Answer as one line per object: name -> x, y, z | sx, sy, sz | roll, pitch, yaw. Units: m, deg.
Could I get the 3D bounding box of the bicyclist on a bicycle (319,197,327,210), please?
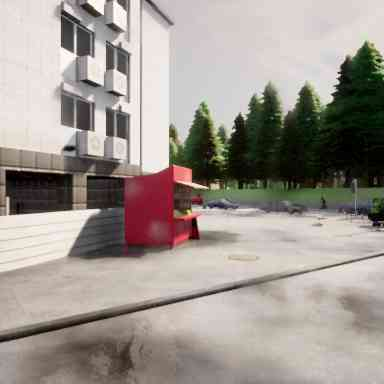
bicyclist on a bicycle -> 15.976, 1.381, 40.567 | 1.656, 1.620, 0.582 | 0, 0, -35

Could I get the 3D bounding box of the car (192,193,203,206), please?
car -> -0.484, 1.250, 56.500 | 2.150, 2.045, 5.566 | 0, 0, -35

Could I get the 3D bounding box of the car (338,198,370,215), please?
car -> 16.639, 1.380, 32.261 | 2.097, 1.767, 4.553 | 0, 0, -35

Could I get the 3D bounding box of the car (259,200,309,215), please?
car -> 9.550, 1.572, 35.111 | 2.033, 1.411, 5.357 | 0, 0, -35

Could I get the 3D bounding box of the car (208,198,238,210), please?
car -> 3.897, 1.551, 43.087 | 1.812, 1.442, 4.674 | 0, 0, -35
